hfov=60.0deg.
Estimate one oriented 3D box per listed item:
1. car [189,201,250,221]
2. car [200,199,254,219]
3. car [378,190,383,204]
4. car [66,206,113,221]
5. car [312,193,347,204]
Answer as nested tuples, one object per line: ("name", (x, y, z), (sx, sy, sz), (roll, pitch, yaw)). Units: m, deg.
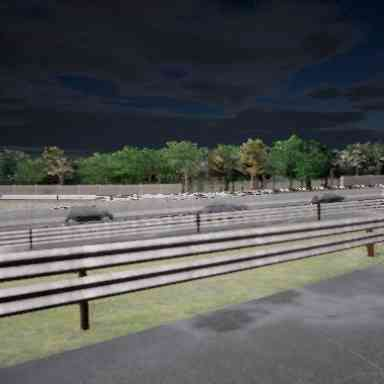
("car", (2.300, 1.854, 28.688), (5.357, 1.411, 2.033), (-3, 2, -21))
("car", (3.447, 1.653, 32.866), (4.902, 1.511, 2.128), (-3, 2, -21))
("car", (22.925, 0.687, 36.506), (5.357, 1.411, 2.033), (-3, 2, -21))
("car", (-9.727, 2.076, 31.611), (4.553, 1.767, 2.097), (-3, 2, -21))
("car", (17.268, 0.799, 41.850), (4.674, 1.442, 1.812), (-3, 2, -21))
